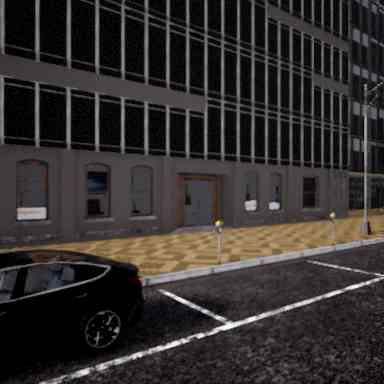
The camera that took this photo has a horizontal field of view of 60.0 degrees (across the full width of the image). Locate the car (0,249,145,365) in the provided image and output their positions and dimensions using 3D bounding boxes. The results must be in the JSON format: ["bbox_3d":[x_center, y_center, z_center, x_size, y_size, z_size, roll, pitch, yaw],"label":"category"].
[{"bbox_3d":[-2.747,1.565,4.599,4.313,1.339,1.947,0,0,-36],"label":"car"}]
